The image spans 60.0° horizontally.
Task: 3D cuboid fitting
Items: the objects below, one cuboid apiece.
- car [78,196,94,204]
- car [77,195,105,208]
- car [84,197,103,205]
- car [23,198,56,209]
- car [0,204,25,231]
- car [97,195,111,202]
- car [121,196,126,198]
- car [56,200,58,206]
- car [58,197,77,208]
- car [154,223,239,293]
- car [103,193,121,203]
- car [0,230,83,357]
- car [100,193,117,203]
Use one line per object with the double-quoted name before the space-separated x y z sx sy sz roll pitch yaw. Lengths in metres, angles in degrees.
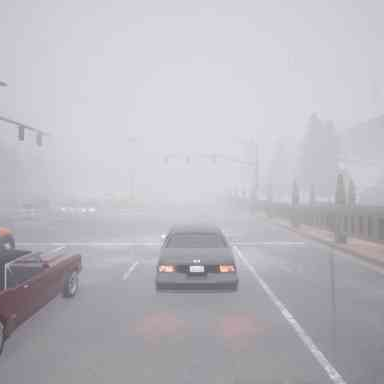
"car" -21.072 1.561 66.297 1.994 1.385 4.181 0 0 0
"car" -14.133 1.564 46.859 1.994 1.385 4.181 0 0 0
"car" -17.619 1.601 59.581 1.895 1.301 4.718 0 0 1
"car" -21.165 1.548 45.631 2.033 1.411 5.357 0 0 1
"car" -6.910 1.352 9.201 2.097 1.767 4.553 0 0 0
"car" -21.087 1.528 80.096 2.033 1.411 5.357 0 0 0
"car" -14.084 1.526 67.310 1.812 1.442 4.674 0 0 0
"car" -21.141 1.526 55.329 1.812 1.442 4.674 0 0 0
"car" -17.625 1.564 49.037 1.994 1.385 4.181 0 0 0
"car" 0.090 1.547 8.994 2.033 1.411 5.357 0 0 0
"car" -14.135 1.222 56.392 2.150 2.045 5.566 0 0 0
"car" -3.406 1.601 5.537 1.895 1.301 4.718 0 0 0
"car" -17.576 1.225 70.038 2.150 2.045 5.566 0 0 0
